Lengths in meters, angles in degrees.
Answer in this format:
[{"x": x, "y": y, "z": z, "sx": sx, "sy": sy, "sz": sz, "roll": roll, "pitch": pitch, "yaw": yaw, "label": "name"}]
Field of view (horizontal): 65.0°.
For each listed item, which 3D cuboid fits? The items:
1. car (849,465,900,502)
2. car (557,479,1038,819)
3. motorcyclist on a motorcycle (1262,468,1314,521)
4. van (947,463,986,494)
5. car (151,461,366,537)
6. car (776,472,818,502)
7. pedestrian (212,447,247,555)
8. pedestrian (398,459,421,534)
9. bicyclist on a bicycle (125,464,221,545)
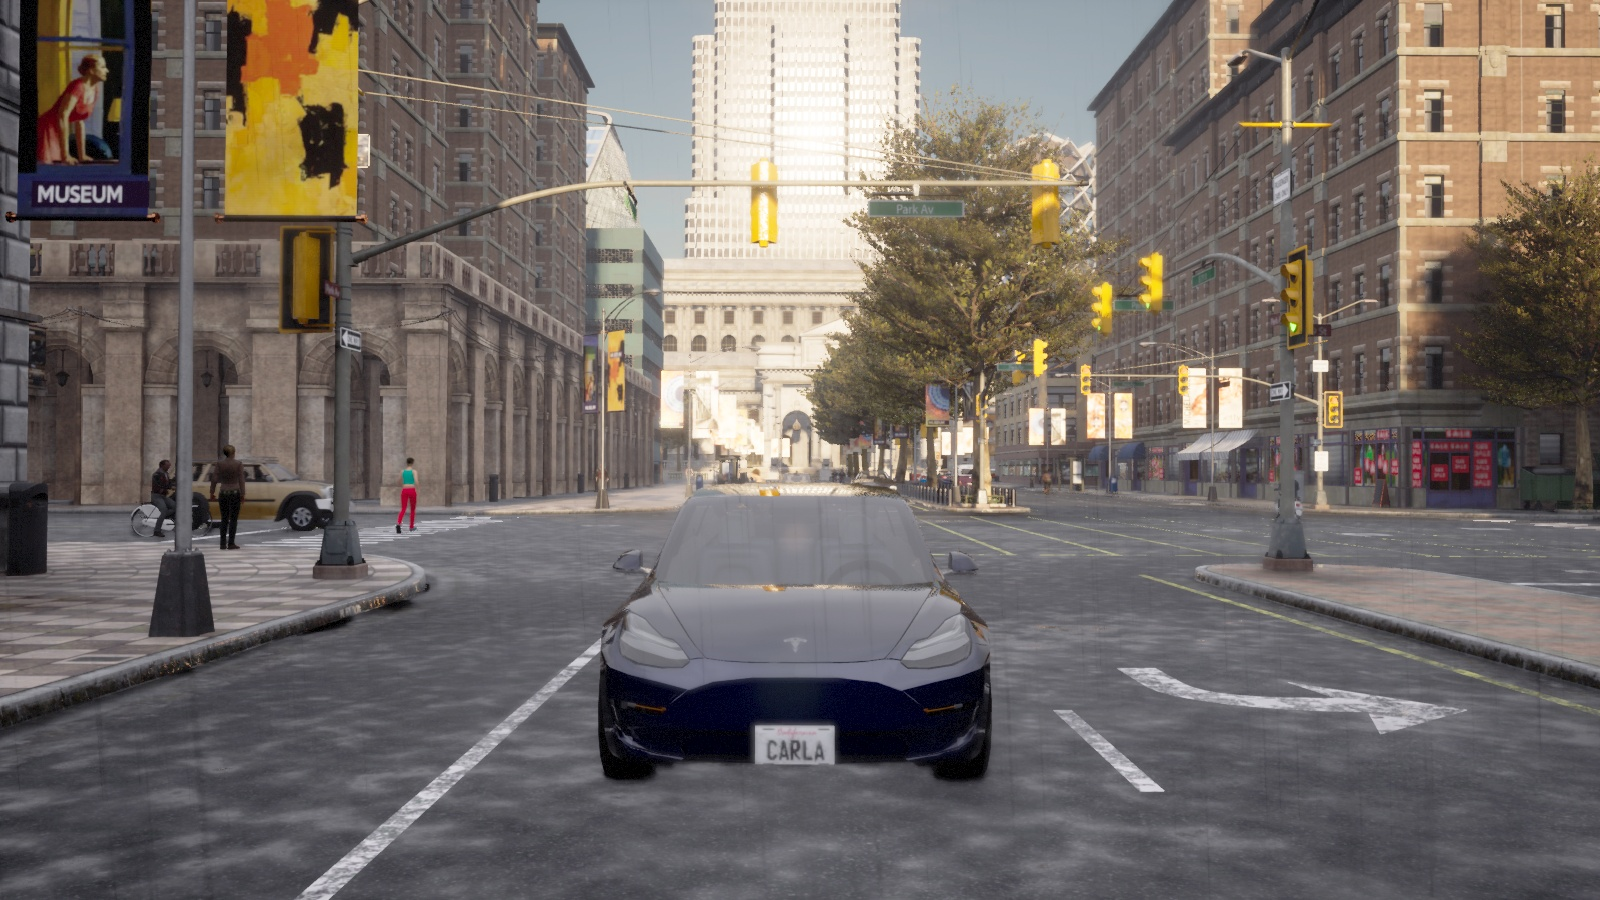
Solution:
[{"x": 3.435, "y": 1.566, "z": 58.898, "sx": 2.152, "sy": 1.651, "sz": 5.027, "roll": 0, "pitch": -1, "yaw": 1, "label": "car"}, {"x": -0.020, "y": 0.950, "z": 8.059, "sx": 2.163, "sy": 1.488, "sz": 4.792, "roll": 0, "pitch": -1, "yaw": 0, "label": "car"}, {"x": 14.907, "y": 1.352, "z": 38.426, "sx": 0.866, "sy": 1.590, "sz": 1.817, "roll": 0, "pitch": -1, "yaw": 0, "label": "motorcyclist on a motorcycle"}, {"x": 11.293, "y": 1.924, "z": 85.448, "sx": 2.069, "sy": 2.038, "sz": 4.480, "roll": 0, "pitch": -1, "yaw": 0, "label": "van"}, {"x": -13.629, "y": 1.218, "z": 31.811, "sx": 4.605, "sy": 1.855, "sz": 1.932, "roll": 0, "pitch": -1, "yaw": 0, "label": "car"}, {"x": -0.161, "y": 1.932, "z": 66.671, "sx": 2.163, "sy": 1.488, "sz": 4.792, "roll": 0, "pitch": -1, "yaw": 0, "label": "car"}, {"x": -9.950, "y": 0.878, "z": 21.896, "sx": 0.331, "sy": 1.846, "sz": 0.634, "roll": 0, "pitch": -1, "yaw": -2, "label": "pedestrian"}, {"x": -9.540, "y": 1.131, "z": 30.717, "sx": 0.345, "sy": 1.836, "sz": 0.594, "roll": 0, "pitch": -1, "yaw": 3, "label": "pedestrian"}, {"x": -14.120, "y": 1.216, "z": 28.301, "sx": 1.843, "sy": 1.776, "sz": 0.659, "roll": 0, "pitch": -1, "yaw": 0, "label": "bicyclist on a bicycle"}]
